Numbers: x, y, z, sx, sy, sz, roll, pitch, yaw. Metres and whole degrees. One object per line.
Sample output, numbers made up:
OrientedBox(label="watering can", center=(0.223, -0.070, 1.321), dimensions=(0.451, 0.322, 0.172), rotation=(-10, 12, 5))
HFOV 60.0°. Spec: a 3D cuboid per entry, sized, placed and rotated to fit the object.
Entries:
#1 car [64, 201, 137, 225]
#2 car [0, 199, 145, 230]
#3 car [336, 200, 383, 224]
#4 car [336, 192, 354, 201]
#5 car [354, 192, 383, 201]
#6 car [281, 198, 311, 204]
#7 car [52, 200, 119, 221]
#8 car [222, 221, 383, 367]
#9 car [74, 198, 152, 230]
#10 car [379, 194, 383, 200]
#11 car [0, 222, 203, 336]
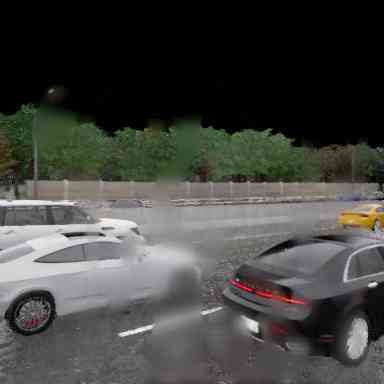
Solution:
OrientedBox(label="car", center=(-6.799, 1.487, 24.919), dimensions=(4.902, 1.511, 2.128), rotation=(0, 0, -35))
OrientedBox(label="car", center=(-4.100, 1.220, 9.418), dimensions=(5.566, 2.045, 2.150), rotation=(0, 0, -35))
OrientedBox(label="car", center=(10.926, 1.475, 20.073), dimensions=(5.008, 1.535, 1.882), rotation=(0, 0, -35))
OrientedBox(label="car", center=(24.458, 1.001, 51.148), dimensions=(5.566, 2.045, 2.150), rotation=(-1, 1, -34))
OrientedBox(label="car", center=(26.454, 1.002, 48.282), dimensions=(5.566, 2.045, 2.150), rotation=(-1, 1, -34))
OrientedBox(label="car", center=(15.292, 1.503, 49.036), dimensions=(4.718, 1.301, 1.895), rotation=(-1, 0, -35))
OrientedBox(label="car", center=(-8.822, 1.487, 27.775), dimensions=(4.902, 1.511, 2.128), rotation=(0, 0, -35))
OrientedBox(label="car", center=(2.737, 1.505, 5.815), dimensions=(4.892, 1.490, 1.837), rotation=(0, 0, -35))
OrientedBox(label="car", center=(-5.119, 1.349, 21.819), dimensions=(4.553, 1.767, 2.097), rotation=(0, 0, -35))
OrientedBox(label="car", center=(28.193, 1.334, 45.231), dimensions=(5.357, 1.411, 2.033), rotation=(-1, 1, -34))
OrientedBox(label="car", center=(-1.945, 1.525, 6.655), dimensions=(4.674, 1.442, 1.812), rotation=(0, 0, -35))
